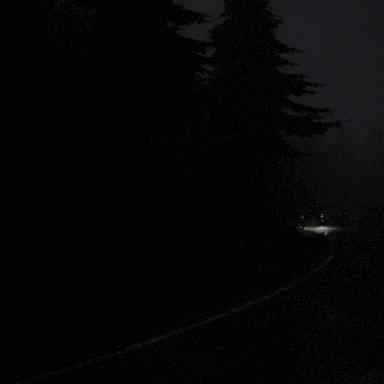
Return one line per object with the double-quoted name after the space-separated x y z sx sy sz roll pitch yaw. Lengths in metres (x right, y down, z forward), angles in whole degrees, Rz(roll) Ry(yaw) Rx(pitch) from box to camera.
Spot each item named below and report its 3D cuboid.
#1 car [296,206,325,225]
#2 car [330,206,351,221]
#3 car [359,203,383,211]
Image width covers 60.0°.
10.627 2.065 30.148 2.097 1.767 4.553 -4 -2 13 "car"
15.565 2.226 34.964 2.033 1.411 5.357 -3 -2 25 "car"
24.771 2.176 44.051 5.357 1.411 2.033 -2 1 -21 "car"
